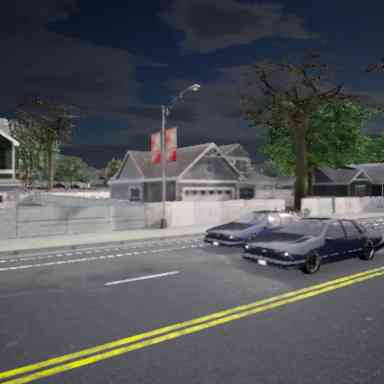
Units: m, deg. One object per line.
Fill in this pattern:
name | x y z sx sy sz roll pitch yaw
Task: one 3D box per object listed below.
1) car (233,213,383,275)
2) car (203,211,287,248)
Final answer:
car | 4.073 1.516 10.578 5.357 1.411 2.033 0 0 -36
car | 3.048 1.512 13.842 5.357 1.411 2.033 0 0 -35
